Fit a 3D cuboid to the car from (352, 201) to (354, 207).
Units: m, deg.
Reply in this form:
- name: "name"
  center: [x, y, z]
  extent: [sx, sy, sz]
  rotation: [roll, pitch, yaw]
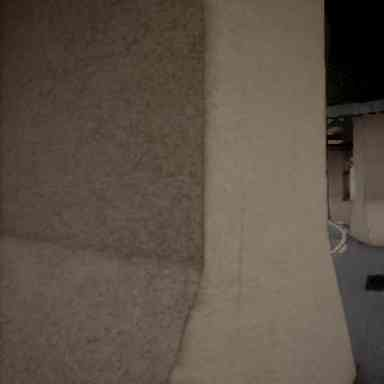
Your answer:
- name: "car"
  center: [17.015, 1.694, 35.648]
  extent: [1.837, 1.490, 4.892]
  rotation: [0, 0, 5]
